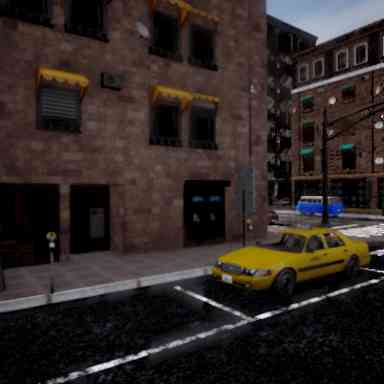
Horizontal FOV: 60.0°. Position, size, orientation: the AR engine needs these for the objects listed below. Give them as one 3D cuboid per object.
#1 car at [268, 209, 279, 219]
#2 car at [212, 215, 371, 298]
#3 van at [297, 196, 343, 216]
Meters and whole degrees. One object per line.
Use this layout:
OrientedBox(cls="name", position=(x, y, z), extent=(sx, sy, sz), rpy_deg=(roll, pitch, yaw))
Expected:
OrientedBox(cls="car", position=(4.432, 1.438, 24.499), extent=(1.967, 1.590, 4.097), rpy_deg=(0, 0, -36))
OrientedBox(cls="car", position=(2.711, 1.524, 8.501), extent=(4.829, 1.417, 1.752), rpy_deg=(0, 0, -35))
OrientedBox(cls="van", position=(11.229, 1.277, 29.400), extent=(1.690, 1.788, 3.998), rpy_deg=(0, 0, -36))
